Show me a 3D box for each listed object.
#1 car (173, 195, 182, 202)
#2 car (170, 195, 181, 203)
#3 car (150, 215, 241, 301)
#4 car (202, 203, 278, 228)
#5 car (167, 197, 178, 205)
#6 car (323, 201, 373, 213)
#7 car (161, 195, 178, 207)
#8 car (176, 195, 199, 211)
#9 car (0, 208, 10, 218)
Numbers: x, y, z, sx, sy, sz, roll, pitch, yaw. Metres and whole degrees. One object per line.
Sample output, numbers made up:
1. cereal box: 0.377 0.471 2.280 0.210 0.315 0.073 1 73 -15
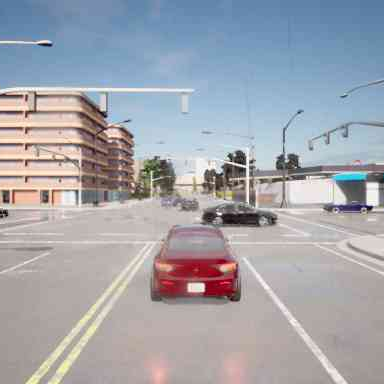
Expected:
1. car: -3.504 1.525 82.282 2.128 1.511 4.902 0 0 0
2. car: -3.503 1.525 71.924 2.128 1.511 4.902 0 0 0
3. car: 0.082 1.526 8.195 1.812 1.442 4.674 0 0 0
4. car: 3.058 1.495 21.650 4.892 1.490 1.837 0 1 3
5. car: -3.567 1.601 61.639 1.895 1.301 4.718 0 0 0
6. car: 16.534 1.601 35.493 4.718 1.301 1.895 0 0 1
7. car: -3.585 1.352 51.677 2.097 1.767 4.553 0 0 0
8. car: -0.268 1.473 40.423 2.128 1.511 4.902 0 0 5
9. car: -17.331 1.457 26.103 5.357 1.411 2.033 1 0 1
